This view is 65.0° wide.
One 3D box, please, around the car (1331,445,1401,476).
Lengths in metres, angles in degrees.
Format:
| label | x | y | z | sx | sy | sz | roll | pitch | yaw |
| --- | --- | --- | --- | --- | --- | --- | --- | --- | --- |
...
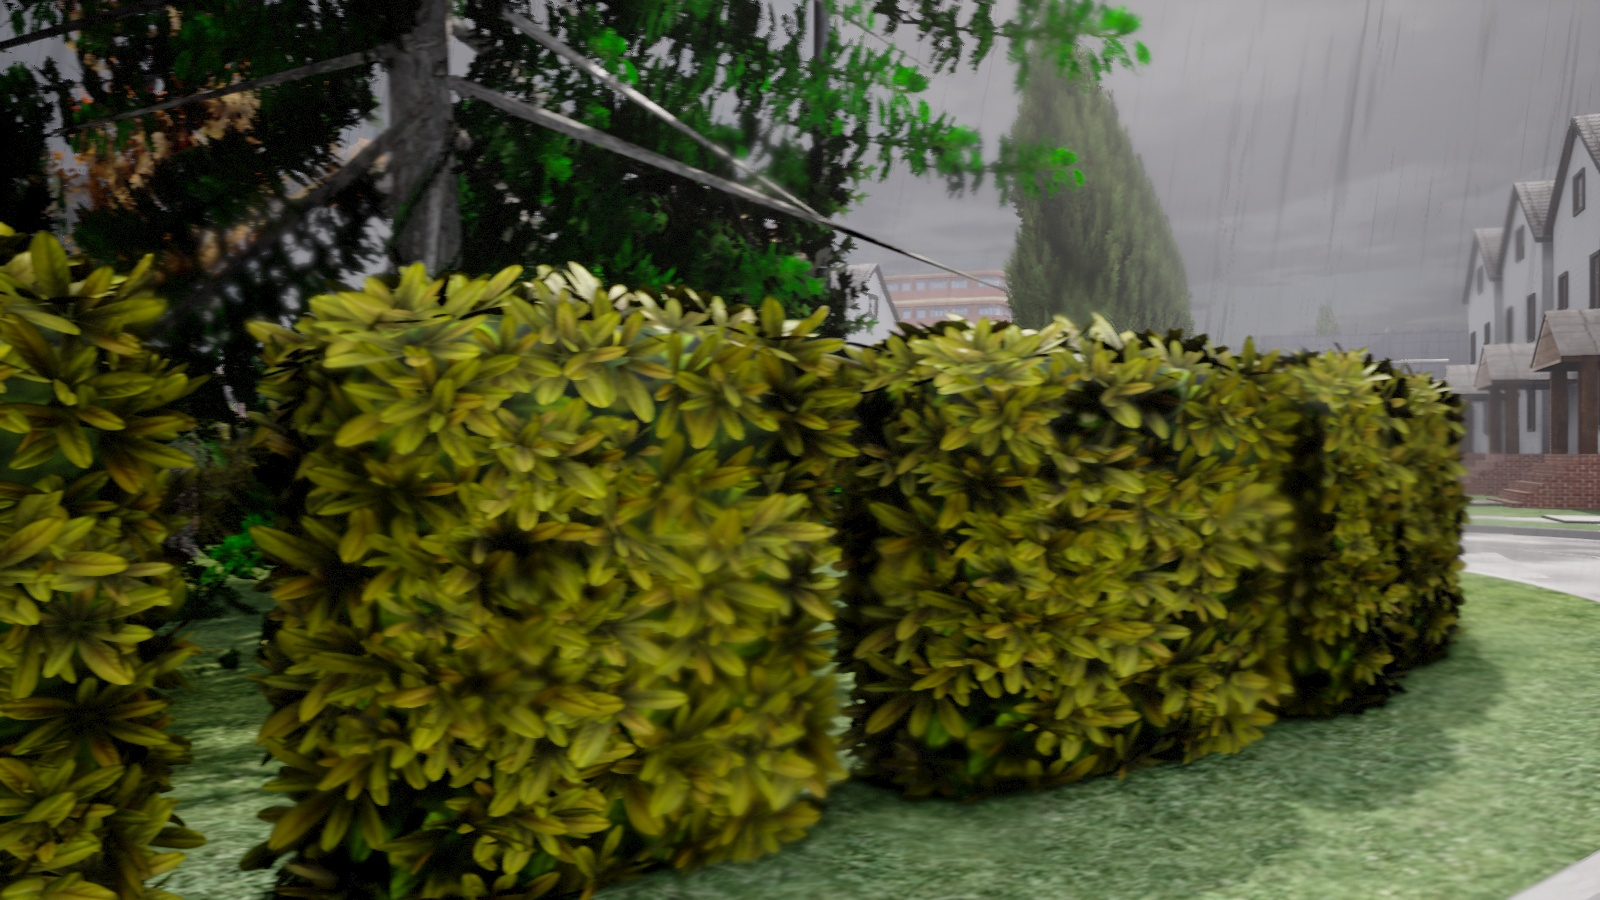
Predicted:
| label | x | y | z | sx | sy | sz | roll | pitch | yaw |
| --- | --- | --- | --- | --- | --- | --- | --- | --- | --- |
| car | 35.688 | 0.659 | 79.281 | 3.866 | 1.878 | 1.905 | 0 | 0 | 21 |
